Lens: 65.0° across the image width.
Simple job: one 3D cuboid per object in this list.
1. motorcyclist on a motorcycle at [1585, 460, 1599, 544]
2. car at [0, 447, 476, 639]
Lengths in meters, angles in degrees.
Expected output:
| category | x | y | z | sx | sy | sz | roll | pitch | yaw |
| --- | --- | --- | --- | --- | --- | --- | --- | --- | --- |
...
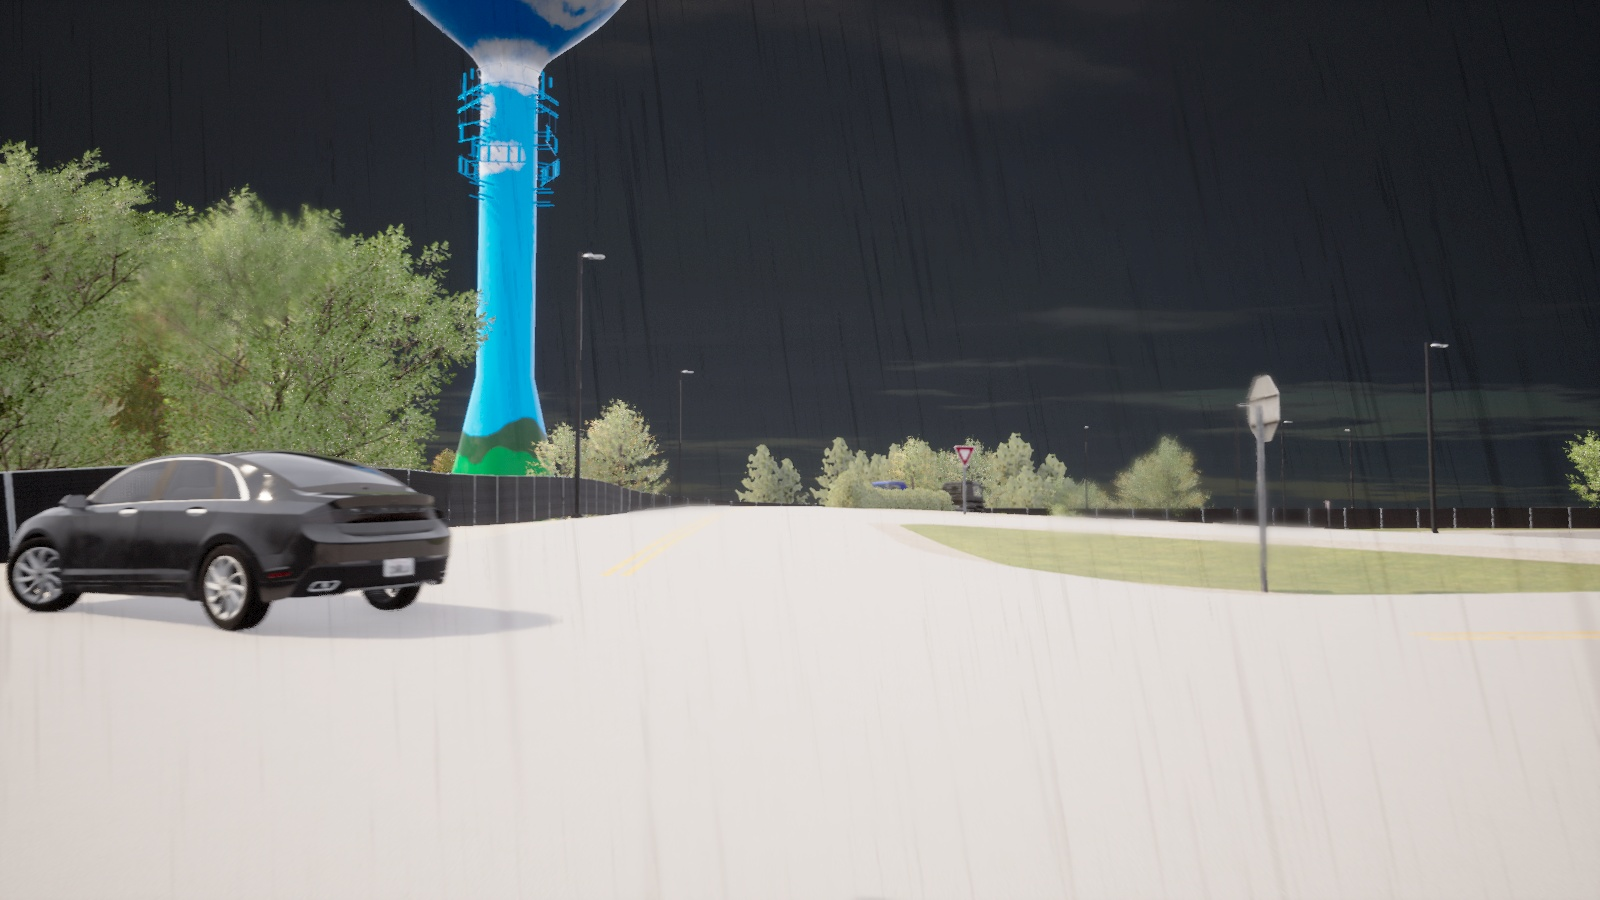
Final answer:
| category | x | y | z | sx | sy | sz | roll | pitch | yaw |
| --- | --- | --- | --- | --- | --- | --- | --- | --- | --- |
| motorcyclist on a motorcycle | 15.837 | 0.980 | 23.436 | 0.866 | 1.590 | 1.817 | 2 | -2 | -33 |
| car | -5.494 | 0.767 | 11.768 | 4.892 | 1.490 | 1.837 | -1 | -1 | 31 |
